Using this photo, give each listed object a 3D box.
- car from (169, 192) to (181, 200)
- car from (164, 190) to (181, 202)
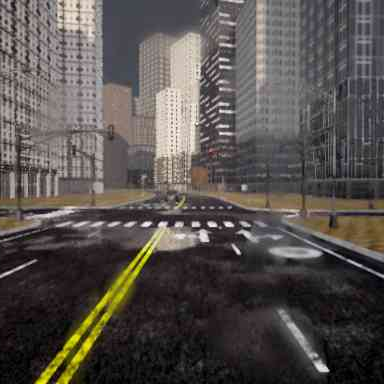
[{"bbox_3d":[-3.247,0.759,64.394,2.128,1.511,4.902,0,1,0],"label":"car"},{"bbox_3d":[-3.241,0.679,54.267,2.150,2.045,5.566,0,3,0],"label":"car"}]
